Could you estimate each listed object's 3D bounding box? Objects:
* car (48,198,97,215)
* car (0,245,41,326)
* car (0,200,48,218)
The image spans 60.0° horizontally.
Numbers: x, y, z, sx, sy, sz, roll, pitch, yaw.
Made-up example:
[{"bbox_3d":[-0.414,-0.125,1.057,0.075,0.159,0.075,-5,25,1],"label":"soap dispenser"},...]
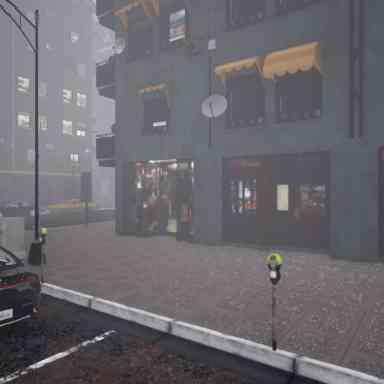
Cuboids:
[{"bbox_3d":[-11.011,1.249,30.502,1.752,1.417,4.829,1,1,35],"label":"car"},{"bbox_3d":[-4.506,1.551,6.075,4.403,1.369,2.008,0,0,35],"label":"car"},{"bbox_3d":[-14.095,1.350,26.073,2.008,1.369,4.403,1,1,35],"label":"car"}]
